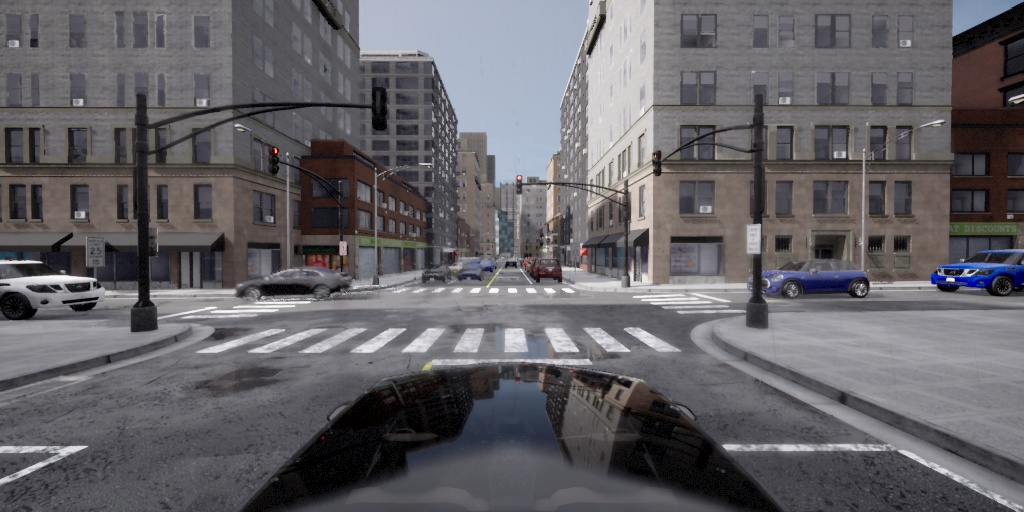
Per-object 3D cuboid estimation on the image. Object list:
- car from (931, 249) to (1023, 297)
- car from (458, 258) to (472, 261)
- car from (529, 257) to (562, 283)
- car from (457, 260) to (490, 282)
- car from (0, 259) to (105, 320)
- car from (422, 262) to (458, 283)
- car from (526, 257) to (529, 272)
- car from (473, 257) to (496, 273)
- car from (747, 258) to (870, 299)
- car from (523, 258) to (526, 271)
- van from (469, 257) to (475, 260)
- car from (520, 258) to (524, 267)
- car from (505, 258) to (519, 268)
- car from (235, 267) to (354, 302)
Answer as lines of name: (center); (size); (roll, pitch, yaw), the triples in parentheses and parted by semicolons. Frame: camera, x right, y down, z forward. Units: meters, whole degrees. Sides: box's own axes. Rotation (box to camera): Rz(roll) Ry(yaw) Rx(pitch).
car: (22.980, 0.708, 16.541); (5.566, 2.045, 2.150); (-1, 1, 0)
car: (-5.826, 1.280, 39.122); (1.751, 1.417, 4.829); (0, 0, 0)
car: (2.749, 1.068, 28.158); (2.192, 1.841, 5.009); (0, 0, 0)
car: (-3.210, 1.301, 29.186); (2.033, 1.411, 5.357); (0, 0, 0)
car: (-18.449, 1.145, 12.986); (5.566, 2.045, 2.150); (-1, 1, -2)
car: (-5.777, 1.320, 28.121); (1.948, 1.339, 4.313); (0, 0, 0)
car: (2.725, 1.069, 33.744); (2.192, 1.841, 5.009); (0, 0, 0)
car: (-3.265, 1.232, 43.601); (1.882, 1.535, 5.008); (0, 0, 0)
car: (13.404, 0.938, 16.435); (4.553, 1.767, 2.097); (-1, 1, -1)
car: (2.678, 1.279, 45.085); (1.751, 1.417, 4.829); (0, 0, 0)
van: (-5.851, 1.095, 44.878); (1.690, 1.789, 3.998); (0, 0, 0)
car: (2.655, 1.067, 50.501); (2.192, 1.841, 5.009); (0, 0, 0)
car: (-0.158, 1.227, 60.786); (1.882, 1.535, 5.008); (0, 0, 0)
car: (-10.216, 1.291, 17.060); (4.902, 1.511, 2.128); (-1, 1, -9)
